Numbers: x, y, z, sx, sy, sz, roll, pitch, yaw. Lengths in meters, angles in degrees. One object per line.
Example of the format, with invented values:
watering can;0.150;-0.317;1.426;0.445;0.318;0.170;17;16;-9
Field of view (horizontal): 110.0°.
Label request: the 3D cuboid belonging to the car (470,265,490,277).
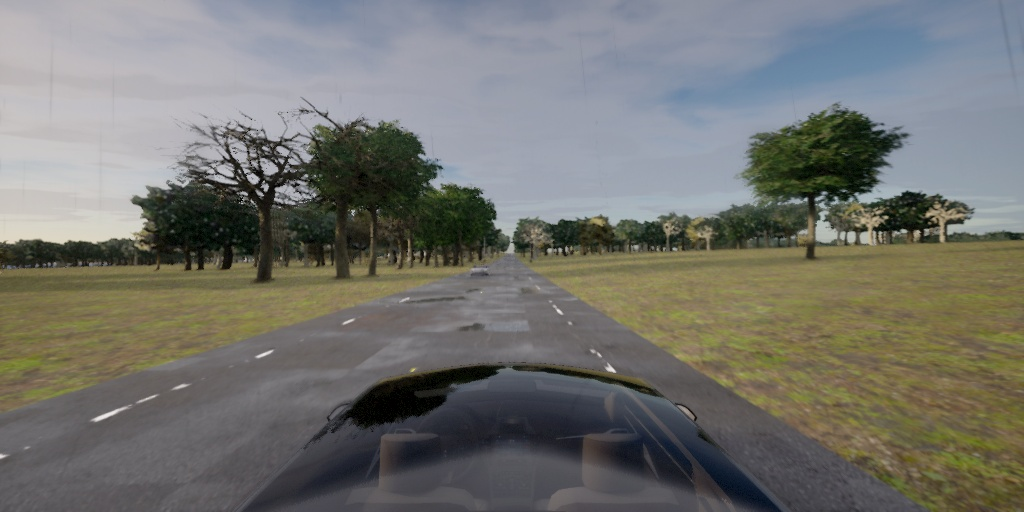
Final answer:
car;-3.504;1.590;39.415;1.895;1.301;4.718;-1;0;0
